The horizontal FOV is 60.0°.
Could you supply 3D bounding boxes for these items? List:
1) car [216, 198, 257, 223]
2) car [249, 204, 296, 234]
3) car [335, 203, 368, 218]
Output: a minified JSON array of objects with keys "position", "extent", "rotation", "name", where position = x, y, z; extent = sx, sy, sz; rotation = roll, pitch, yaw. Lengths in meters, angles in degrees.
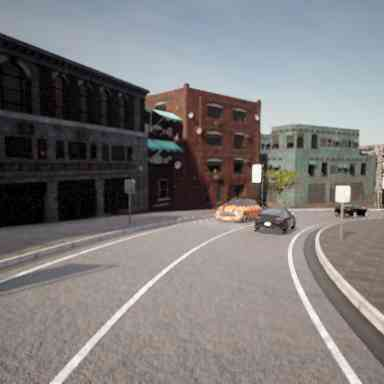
[{"position":[3.562,1.288,25.028],"extent":[2.097,1.767,4.553],"rotation":[3,1,31],"name":"car"},{"position":[5.080,1.594,20.132],"extent":[1.812,1.442,4.674],"rotation":[2,0,25],"name":"car"},{"position":[17.337,1.935,36.053],"extent":[5.008,1.535,1.882],"rotation":[2,2,-41],"name":"car"}]
